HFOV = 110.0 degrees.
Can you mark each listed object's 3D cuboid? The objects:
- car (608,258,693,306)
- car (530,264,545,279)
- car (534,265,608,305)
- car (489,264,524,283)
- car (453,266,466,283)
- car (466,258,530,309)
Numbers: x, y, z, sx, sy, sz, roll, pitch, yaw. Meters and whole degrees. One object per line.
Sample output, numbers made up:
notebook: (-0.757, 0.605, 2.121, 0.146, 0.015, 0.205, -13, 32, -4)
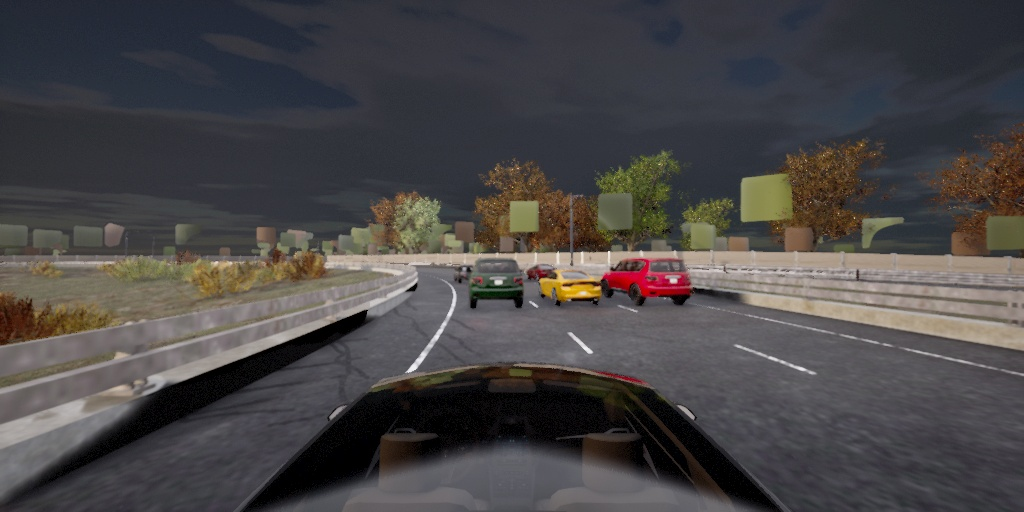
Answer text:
car: (6.106, 1.103, 16.969, 2.150, 2.045, 5.566, 0, 0, -7)
car: (2.764, 1.520, 33.321, 1.882, 1.535, 5.008, 0, 0, -16)
car: (2.566, 1.368, 16.984, 1.882, 1.535, 5.008, 0, 0, -8)
car: (-0.608, 1.514, 32.384, 1.882, 1.535, 5.008, 0, 0, -16)
car: (-3.954, 1.555, 31.359, 1.812, 1.442, 4.674, 0, 0, -16)
car: (-0.839, 1.101, 16.094, 2.150, 2.045, 5.566, 0, 0, -7)
